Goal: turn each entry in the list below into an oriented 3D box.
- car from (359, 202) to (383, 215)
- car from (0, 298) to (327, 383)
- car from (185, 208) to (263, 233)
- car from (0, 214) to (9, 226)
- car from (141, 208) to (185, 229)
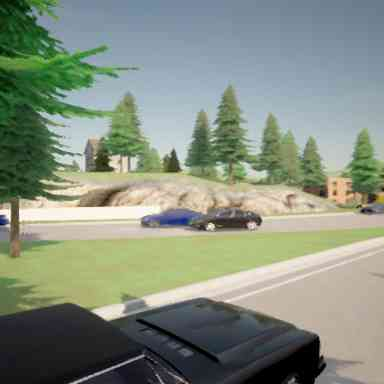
[{"bbox_3d":[21.864,1.904,38.735,5.357,1.411,2.033,0,-1,-30],"label":"car"},{"bbox_3d":[-0.869,1.658,2.638,4.718,1.301,1.895,0,-1,-41],"label":"car"},{"bbox_3d":[2.318,1.831,22.266,4.892,1.490,1.837,0,-1,-15],"label":"car"},{"bbox_3d":[-16.186,2.043,24.209,5.008,1.535,1.882,0,-2,-25],"label":"car"},{"bbox_3d":[-1.461,1.934,24.898,4.674,1.442,1.812,0,-1,-14],"label":"car"}]
